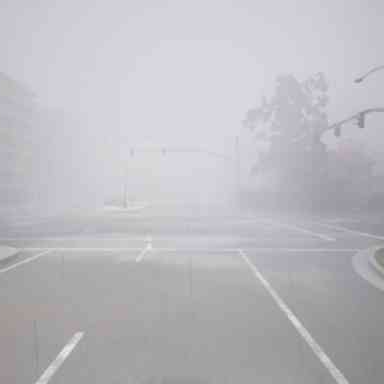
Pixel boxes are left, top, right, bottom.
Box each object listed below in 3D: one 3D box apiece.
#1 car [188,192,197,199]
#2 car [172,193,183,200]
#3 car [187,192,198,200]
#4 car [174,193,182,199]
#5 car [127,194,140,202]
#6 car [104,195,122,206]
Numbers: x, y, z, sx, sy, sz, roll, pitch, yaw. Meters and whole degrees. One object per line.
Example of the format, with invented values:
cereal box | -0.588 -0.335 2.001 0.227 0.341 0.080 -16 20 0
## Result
car | 0.127 0.818 82.440 2.097 1.767 4.553 0 0 0
car | -3.389 1.079 72.477 1.812 1.442 4.674 0 0 0
car | 0.111 1.056 72.054 1.837 1.490 4.892 0 0 0
car | -3.373 0.941 82.476 1.882 1.535 5.008 0 0 0
car | -11.412 1.167 64.838 1.994 1.385 4.181 0 0 0
car | -11.497 1.195 48.771 2.128 1.511 4.902 0 0 0
